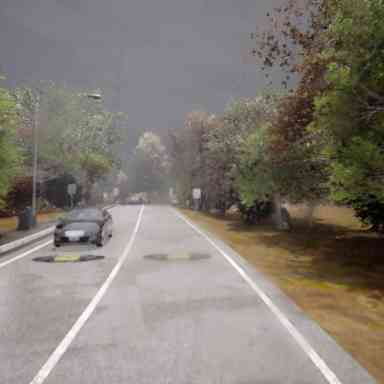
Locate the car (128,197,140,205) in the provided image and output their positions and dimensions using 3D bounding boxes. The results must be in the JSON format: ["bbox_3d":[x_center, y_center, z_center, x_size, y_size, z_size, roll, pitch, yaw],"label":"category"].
[{"bbox_3d":[-10.488,1.679,60.859,1.812,1.442,4.674,0,-3,-7],"label":"car"}]

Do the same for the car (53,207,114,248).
[{"bbox_3d":[-4.560,1.417,14.555,2.128,1.511,4.902,0,0,-6],"label":"car"}]
